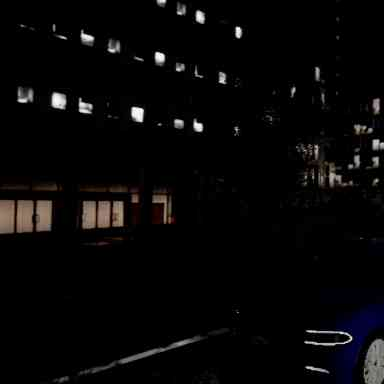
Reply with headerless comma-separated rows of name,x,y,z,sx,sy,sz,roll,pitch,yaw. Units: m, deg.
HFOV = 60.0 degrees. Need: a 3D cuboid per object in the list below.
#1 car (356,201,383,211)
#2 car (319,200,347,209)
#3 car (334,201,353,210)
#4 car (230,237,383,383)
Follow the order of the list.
car,25.019,1.935,45.801,1.967,1.590,4.097,1,-1,-35
car,25.374,2.256,59.915,1.967,1.590,4.097,1,-1,-35
car,21.859,2.074,50.318,1.752,1.417,4.829,1,-1,-35
car,2.843,1.520,5.407,5.008,1.535,1.882,1,0,-35
